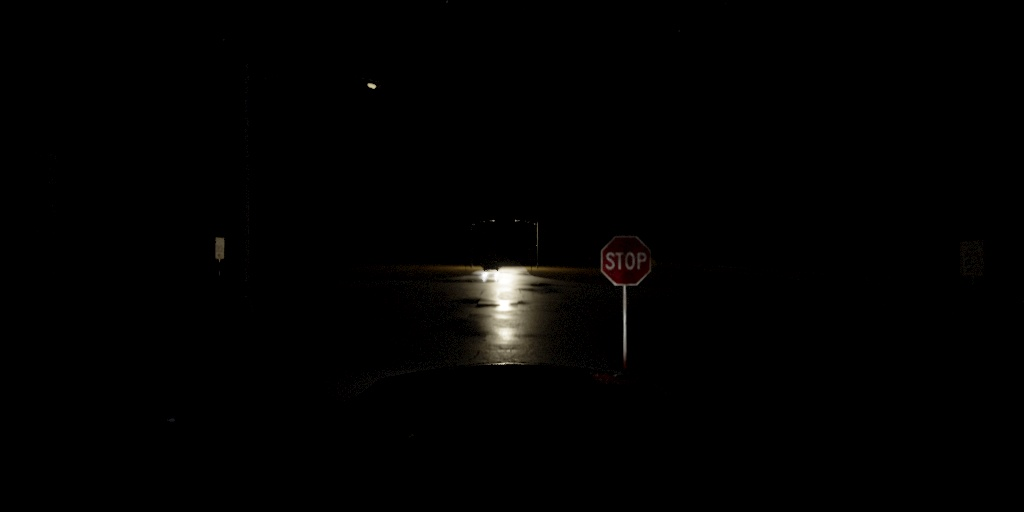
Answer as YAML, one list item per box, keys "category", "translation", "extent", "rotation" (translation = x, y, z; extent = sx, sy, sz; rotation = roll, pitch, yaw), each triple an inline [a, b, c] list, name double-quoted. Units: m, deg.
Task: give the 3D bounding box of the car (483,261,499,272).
- category: "car"
  translation: [-2.617, 1.329, 45.379]
  extent: [1.895, 1.301, 4.718]
  rotation: [0, 0, 0]
